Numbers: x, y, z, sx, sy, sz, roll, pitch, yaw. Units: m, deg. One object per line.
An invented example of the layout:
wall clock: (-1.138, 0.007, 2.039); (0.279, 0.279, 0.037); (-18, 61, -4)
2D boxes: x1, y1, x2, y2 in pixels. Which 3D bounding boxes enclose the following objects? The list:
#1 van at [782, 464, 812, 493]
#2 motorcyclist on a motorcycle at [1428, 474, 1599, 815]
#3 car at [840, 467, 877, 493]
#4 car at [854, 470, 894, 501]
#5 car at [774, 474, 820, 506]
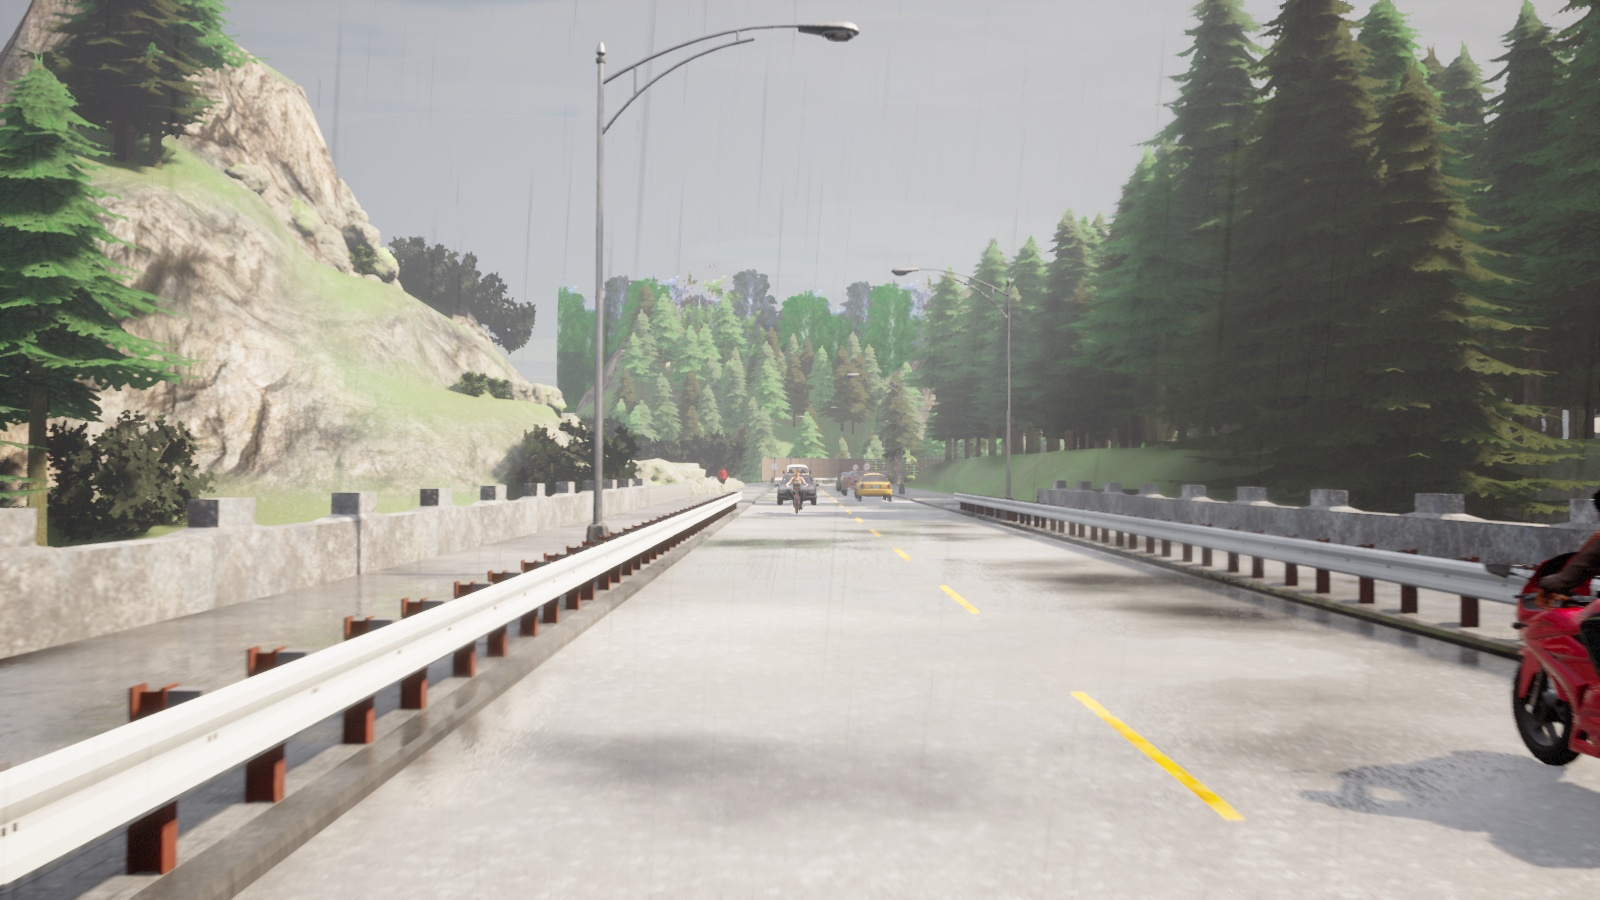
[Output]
van: (-0.200, 2.053, 90.348); (2.069, 2.038, 4.480); (0, -1, 0)
motorcyclist on a motorcycle: (3.988, 0.883, 6.134); (0.797, 1.523, 2.044); (0, -1, 0)
car: (3.819, 1.959, 82.501); (2.152, 1.651, 5.027); (0, -1, 0)
car: (3.857, 1.846, 66.264); (1.801, 1.575, 5.366); (0, -1, 0)
car: (-0.126, 1.845, 58.641); (2.033, 1.411, 5.357); (0, -1, 0)
